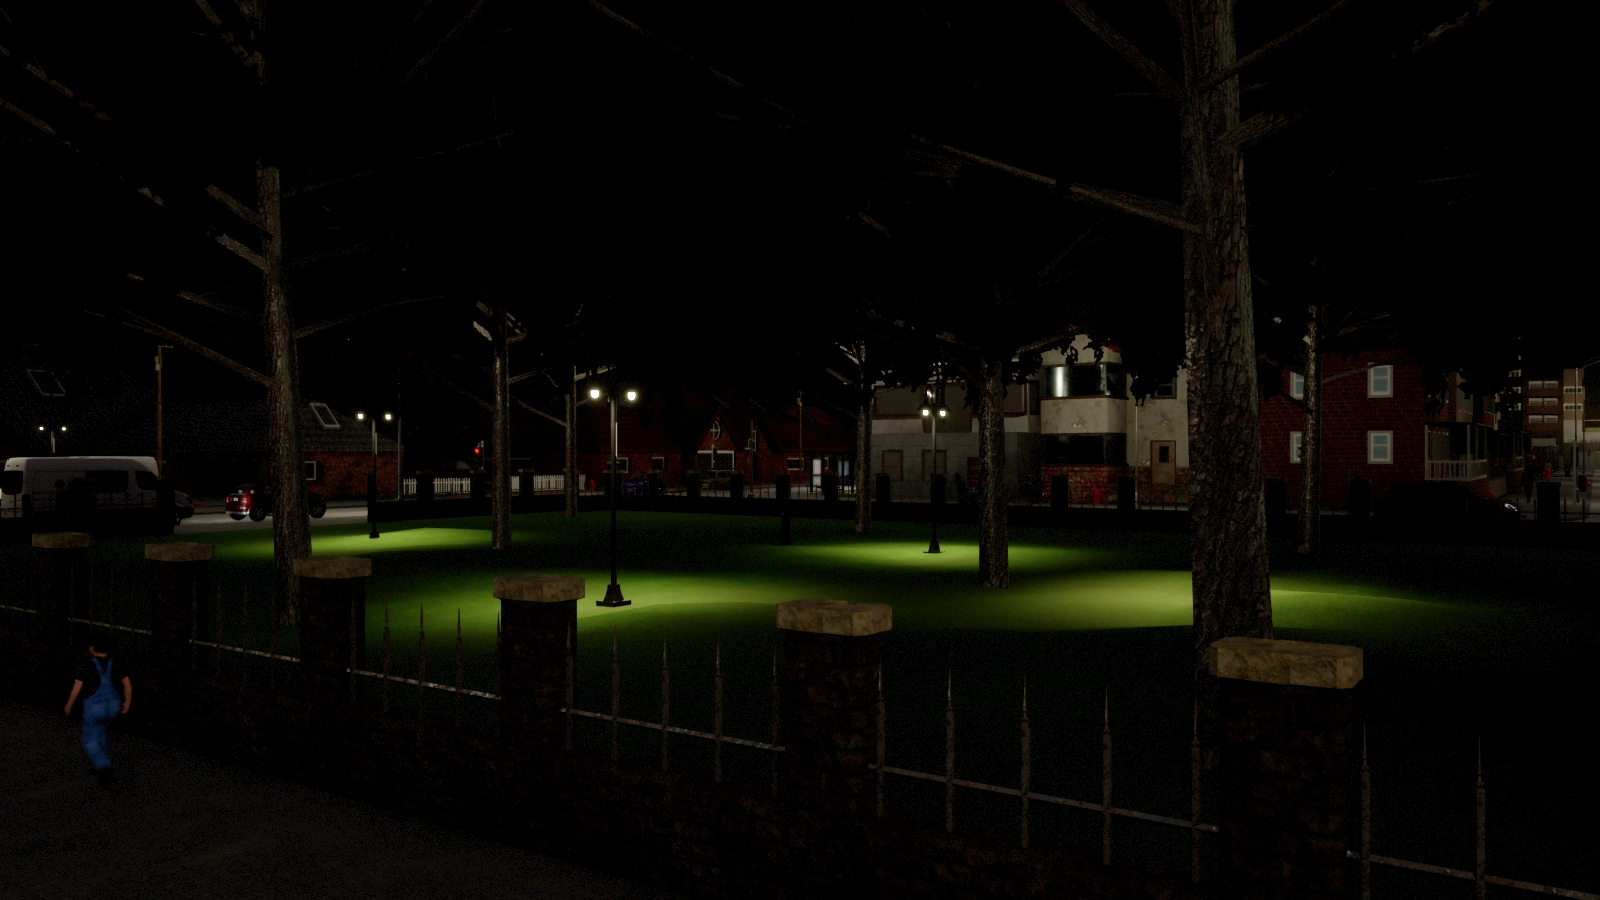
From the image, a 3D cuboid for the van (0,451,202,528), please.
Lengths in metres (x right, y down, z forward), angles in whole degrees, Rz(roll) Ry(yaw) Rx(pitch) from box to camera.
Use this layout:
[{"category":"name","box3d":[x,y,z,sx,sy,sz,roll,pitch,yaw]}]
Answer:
[{"category":"van","box3d":[-24.847,1.314,40.778,1.988,2.561,5.915,0,0,36]}]

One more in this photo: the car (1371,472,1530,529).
[{"category":"car","box3d":[22.263,1.686,39.169,4.553,1.767,2.097,0,0,35]}]

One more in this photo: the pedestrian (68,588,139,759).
[{"category":"pedestrian","box3d":[-5.682,1.805,9.326,0.375,1.300,0.375,0,0,35]}]

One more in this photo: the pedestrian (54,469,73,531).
[{"category":"pedestrian","box3d":[-22.447,1.525,34.819,0.375,1.860,0.375,0,0,37]}]

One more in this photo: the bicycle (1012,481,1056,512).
[{"category":"bicycle","box3d":[9.814,1.940,47.884,1.835,1.271,0.329,0,0,35]}]

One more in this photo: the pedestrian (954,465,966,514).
[{"category":"pedestrian","box3d":[6.143,1.524,43.898,0.375,1.860,0.375,0,0,24]}]
